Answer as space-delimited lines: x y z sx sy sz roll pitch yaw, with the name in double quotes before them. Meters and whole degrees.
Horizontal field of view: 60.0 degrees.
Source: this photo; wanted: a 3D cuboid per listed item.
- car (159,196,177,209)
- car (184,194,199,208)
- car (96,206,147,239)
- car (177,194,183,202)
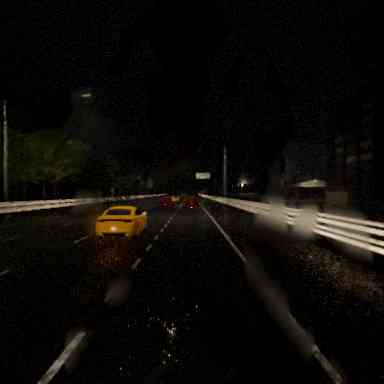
"car" -3.582 1.533 46.975 1.882 1.535 5.008 0 0 0
"car" 0.009 1.537 49.894 1.882 1.535 5.008 0 0 0
"car" -3.505 1.486 17.323 1.882 1.535 5.008 0 0 0
"car" -3.750 1.610 77.022 1.882 1.535 5.008 0 0 0
